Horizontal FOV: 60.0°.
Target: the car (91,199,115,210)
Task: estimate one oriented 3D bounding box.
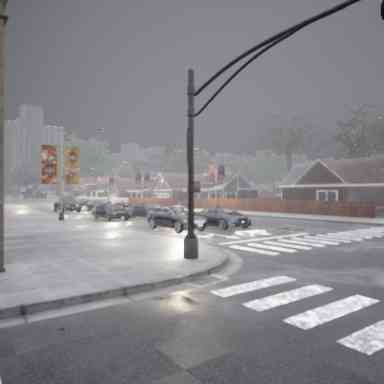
[{"bbox_3d":[-13.132,1.809,48.920,1.812,1.442,4.674,0,0,-35],"label":"car"}]

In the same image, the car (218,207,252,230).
[{"bbox_3d":[1.936,1.662,21.853,1.994,1.385,4.181,0,0,-36],"label":"car"}]

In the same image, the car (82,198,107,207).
[{"bbox_3d":[-11.460,1.739,40.755,1.837,1.490,4.892,0,1,-35],"label":"car"}]

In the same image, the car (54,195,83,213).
[{"bbox_3d":[-15.210,1.464,40.427,2.150,2.045,5.566,0,1,-35],"label":"car"}]

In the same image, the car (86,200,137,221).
[{"bbox_3d":[-7.128,1.715,29.003,2.033,1.411,5.357,0,0,-36],"label":"car"}]

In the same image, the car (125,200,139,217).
[{"bbox_3d":[-4.007,1.709,30.224,2.033,1.411,5.357,0,0,-36],"label":"car"}]

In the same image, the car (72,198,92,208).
[{"bbox_3d":[-18.844,1.844,56.912,1.837,1.490,4.892,0,0,-35],"label":"car"}]

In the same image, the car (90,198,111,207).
[{"bbox_3d":[-16.194,1.816,58.794,1.882,1.535,5.008,0,0,-35],"label":"car"}]

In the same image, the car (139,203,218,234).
[{"bbox_3d":[-0.999,1.593,20.354,2.128,1.511,4.902,0,0,-37],"label":"car"}]
